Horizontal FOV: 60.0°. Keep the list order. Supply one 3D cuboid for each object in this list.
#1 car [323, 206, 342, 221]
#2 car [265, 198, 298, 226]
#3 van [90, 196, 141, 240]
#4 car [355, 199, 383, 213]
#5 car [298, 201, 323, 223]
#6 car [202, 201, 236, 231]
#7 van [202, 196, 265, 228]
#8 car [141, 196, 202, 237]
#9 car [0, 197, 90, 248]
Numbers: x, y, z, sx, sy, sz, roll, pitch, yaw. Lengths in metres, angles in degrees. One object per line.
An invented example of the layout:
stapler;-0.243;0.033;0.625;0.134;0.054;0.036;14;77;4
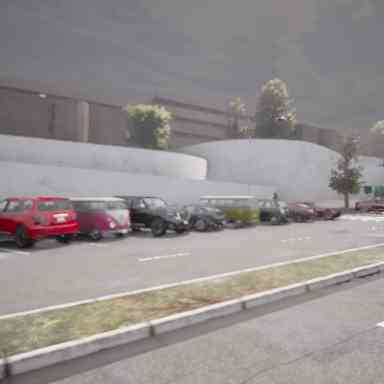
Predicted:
car;9.580;1.489;27.074;4.792;1.488;2.163;-1;-1;34
car;4.702;1.345;23.596;4.553;1.767;2.185;-1;0;34
van;-4.941;1.264;16.629;4.442;1.987;1.878;-1;-1;35
car;19.358;1.469;34.042;4.792;1.488;2.163;-1;-1;34
car;7.110;1.505;25.340;4.674;1.452;2.002;-1;0;35
car;-0.176;1.482;20.146;4.892;1.521;2.231;-1;0;34
van;2.150;1.252;21.948;4.442;1.987;1.878;-1;0;35
car;-2.585;1.234;18.411;5.566;2.045;2.435;-1;-1;35
car;-7.498;1.244;14.973;5.566;2.045;2.435;-1;-1;35
